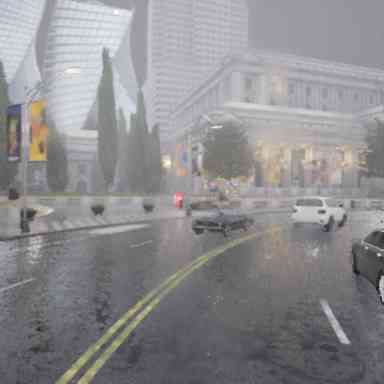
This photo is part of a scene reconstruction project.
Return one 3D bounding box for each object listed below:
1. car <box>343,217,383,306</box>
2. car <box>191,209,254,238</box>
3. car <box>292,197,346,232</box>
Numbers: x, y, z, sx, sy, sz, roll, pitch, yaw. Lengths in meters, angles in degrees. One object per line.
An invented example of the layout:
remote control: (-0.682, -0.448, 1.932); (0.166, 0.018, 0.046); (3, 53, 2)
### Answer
car: (5.069, 1.571, 7.790); (1.837, 1.490, 4.892); (0, 0, 15)
car: (1.792, 1.655, 18.454); (1.895, 1.301, 4.718); (0, 0, 30)
car: (8.385, 1.344, 21.706); (2.150, 2.045, 5.566); (0, -1, 37)
